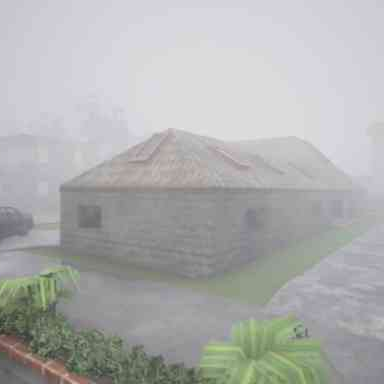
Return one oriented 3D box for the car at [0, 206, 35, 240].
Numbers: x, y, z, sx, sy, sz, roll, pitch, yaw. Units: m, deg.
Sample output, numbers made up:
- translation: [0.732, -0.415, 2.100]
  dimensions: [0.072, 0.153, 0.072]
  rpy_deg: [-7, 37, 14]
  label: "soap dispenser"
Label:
- translation: [-7.971, 1.268, 13.010]
  dimensions: [2.033, 1.415, 5.357]
  rpy_deg: [1, 0, -4]
  label: "car"
